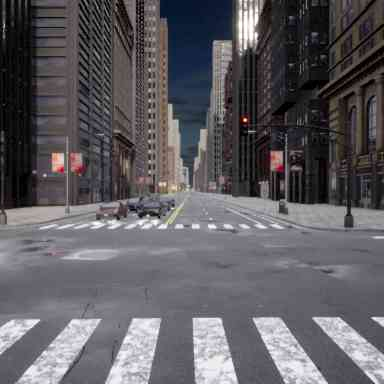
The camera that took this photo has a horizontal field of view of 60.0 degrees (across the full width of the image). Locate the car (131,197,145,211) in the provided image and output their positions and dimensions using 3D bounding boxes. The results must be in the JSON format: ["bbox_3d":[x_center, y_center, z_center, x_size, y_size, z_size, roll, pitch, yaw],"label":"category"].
[{"bbox_3d":[-6.677,1.580,37.132,1.895,1.301,4.718,0,0,0],"label":"car"}]

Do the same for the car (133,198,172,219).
[{"bbox_3d":[-3.385,1.533,29.460,2.033,1.411,5.357,0,0,4],"label":"car"}]

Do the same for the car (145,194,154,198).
[{"bbox_3d":[-6.698,1.474,47.372,1.837,1.490,4.892,0,0,0],"label":"car"}]

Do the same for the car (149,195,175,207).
[{"bbox_3d":[-3.428,1.469,39.200,2.128,1.511,4.902,0,0,0],"label":"car"}]

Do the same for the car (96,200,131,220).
[{"bbox_3d":[-6.656,1.512,28.024,1.812,1.442,4.674,0,0,0],"label":"car"}]

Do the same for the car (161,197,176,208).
[{"bbox_3d":[-3.458,1.513,49.751,2.033,1.411,5.357,0,0,0],"label":"car"}]

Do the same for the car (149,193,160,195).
[{"bbox_3d":[-6.683,1.175,57.821,2.150,2.045,5.566,0,0,1],"label":"car"}]
